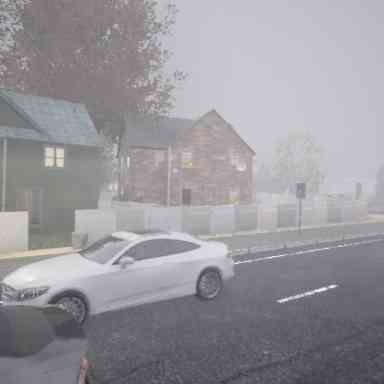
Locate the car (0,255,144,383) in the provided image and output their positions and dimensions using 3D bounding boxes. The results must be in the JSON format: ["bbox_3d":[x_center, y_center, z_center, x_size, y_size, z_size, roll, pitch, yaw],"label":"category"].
[{"bbox_3d":[-2.927,1.492,1.584,4.902,1.511,2.128,0,0,-36],"label":"car"}]

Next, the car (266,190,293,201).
[{"bbox_3d":[12.133,0.740,45.960,2.150,2.045,5.566,1,1,-20],"label":"car"}]

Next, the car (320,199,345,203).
[{"bbox_3d":[15.539,1.168,36.541,2.128,1.511,4.902,1,0,-20],"label":"car"}]

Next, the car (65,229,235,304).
[{"bbox_3d":[-1.188,1.526,6.807,4.674,1.442,1.812,0,0,-35],"label":"car"}]

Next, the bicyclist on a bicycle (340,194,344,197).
[{"bbox_3d":[19.398,1.023,43.116,1.656,1.620,0.582,1,0,-20],"label":"bicyclist on a bicycle"}]

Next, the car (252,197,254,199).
[{"bbox_3d":[8.501,0.899,56.009,2.033,1.411,5.357,1,0,-19],"label":"car"}]
